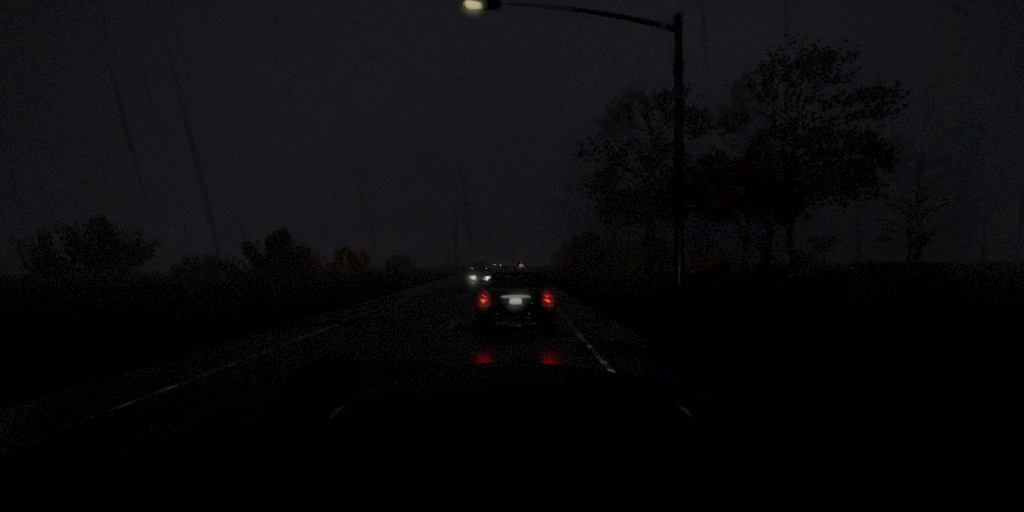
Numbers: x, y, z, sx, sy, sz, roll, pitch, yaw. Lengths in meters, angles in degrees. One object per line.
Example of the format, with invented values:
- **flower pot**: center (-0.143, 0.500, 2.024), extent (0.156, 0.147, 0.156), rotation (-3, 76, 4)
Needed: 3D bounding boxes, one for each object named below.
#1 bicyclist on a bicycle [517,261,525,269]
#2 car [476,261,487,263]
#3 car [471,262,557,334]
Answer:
- **bicyclist on a bicycle**: center (0.906, 1.413, 35.431), extent (0.866, 1.612, 1.509), rotation (0, 0, 0)
- **car**: center (-3.668, 1.380, 43.027), extent (2.097, 1.767, 4.553), rotation (0, 0, 0)
- **car**: center (0.105, 1.163, 10.957), extent (2.097, 1.767, 4.553), rotation (0, 0, 0)
